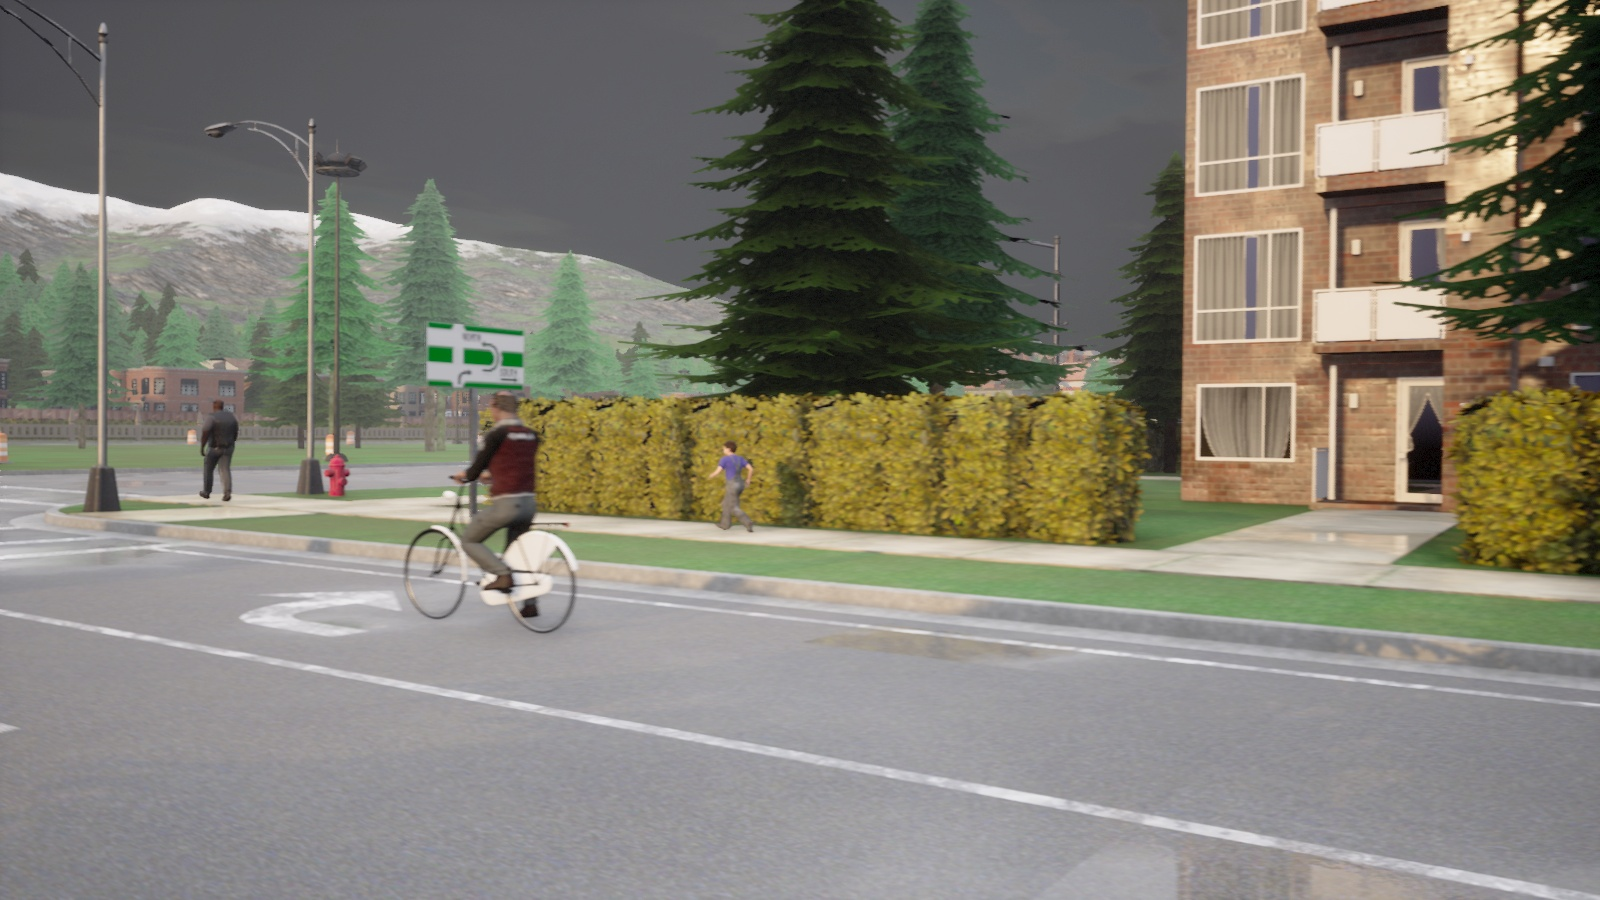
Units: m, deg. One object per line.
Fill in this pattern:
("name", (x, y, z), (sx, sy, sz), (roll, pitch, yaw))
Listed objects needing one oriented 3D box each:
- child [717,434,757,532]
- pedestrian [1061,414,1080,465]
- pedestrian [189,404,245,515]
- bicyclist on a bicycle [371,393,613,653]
("child", (-0.824, 0.428, 16.386), (0.437, 1.263, 0.270), (0, 1, 31))
("pedestrian", (10.365, -0.401, 48.114), (0.423, 1.949, 0.788), (0, 1, 34))
("pedestrian", (-10.124, 0.152, 21.819), (0.849, 1.883, 0.563), (0, 1, 41))
("bicyclist on a bicycle", (-2.316, 0.491, 9.361), (1.843, 1.776, 0.659), (0, 1, 34))
